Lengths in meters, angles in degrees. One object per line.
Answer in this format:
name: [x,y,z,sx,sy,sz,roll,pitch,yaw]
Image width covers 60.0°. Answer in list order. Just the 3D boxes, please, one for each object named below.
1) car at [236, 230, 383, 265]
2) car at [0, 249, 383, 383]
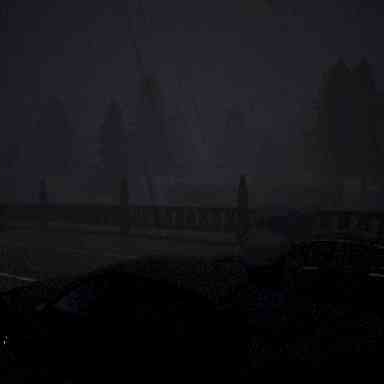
car: [2.510,1.488,6.265,4.892,1.490,1.837,0,0,34]
car: [-0.401,1.542,4.079,5.357,1.411,2.033,0,0,33]
